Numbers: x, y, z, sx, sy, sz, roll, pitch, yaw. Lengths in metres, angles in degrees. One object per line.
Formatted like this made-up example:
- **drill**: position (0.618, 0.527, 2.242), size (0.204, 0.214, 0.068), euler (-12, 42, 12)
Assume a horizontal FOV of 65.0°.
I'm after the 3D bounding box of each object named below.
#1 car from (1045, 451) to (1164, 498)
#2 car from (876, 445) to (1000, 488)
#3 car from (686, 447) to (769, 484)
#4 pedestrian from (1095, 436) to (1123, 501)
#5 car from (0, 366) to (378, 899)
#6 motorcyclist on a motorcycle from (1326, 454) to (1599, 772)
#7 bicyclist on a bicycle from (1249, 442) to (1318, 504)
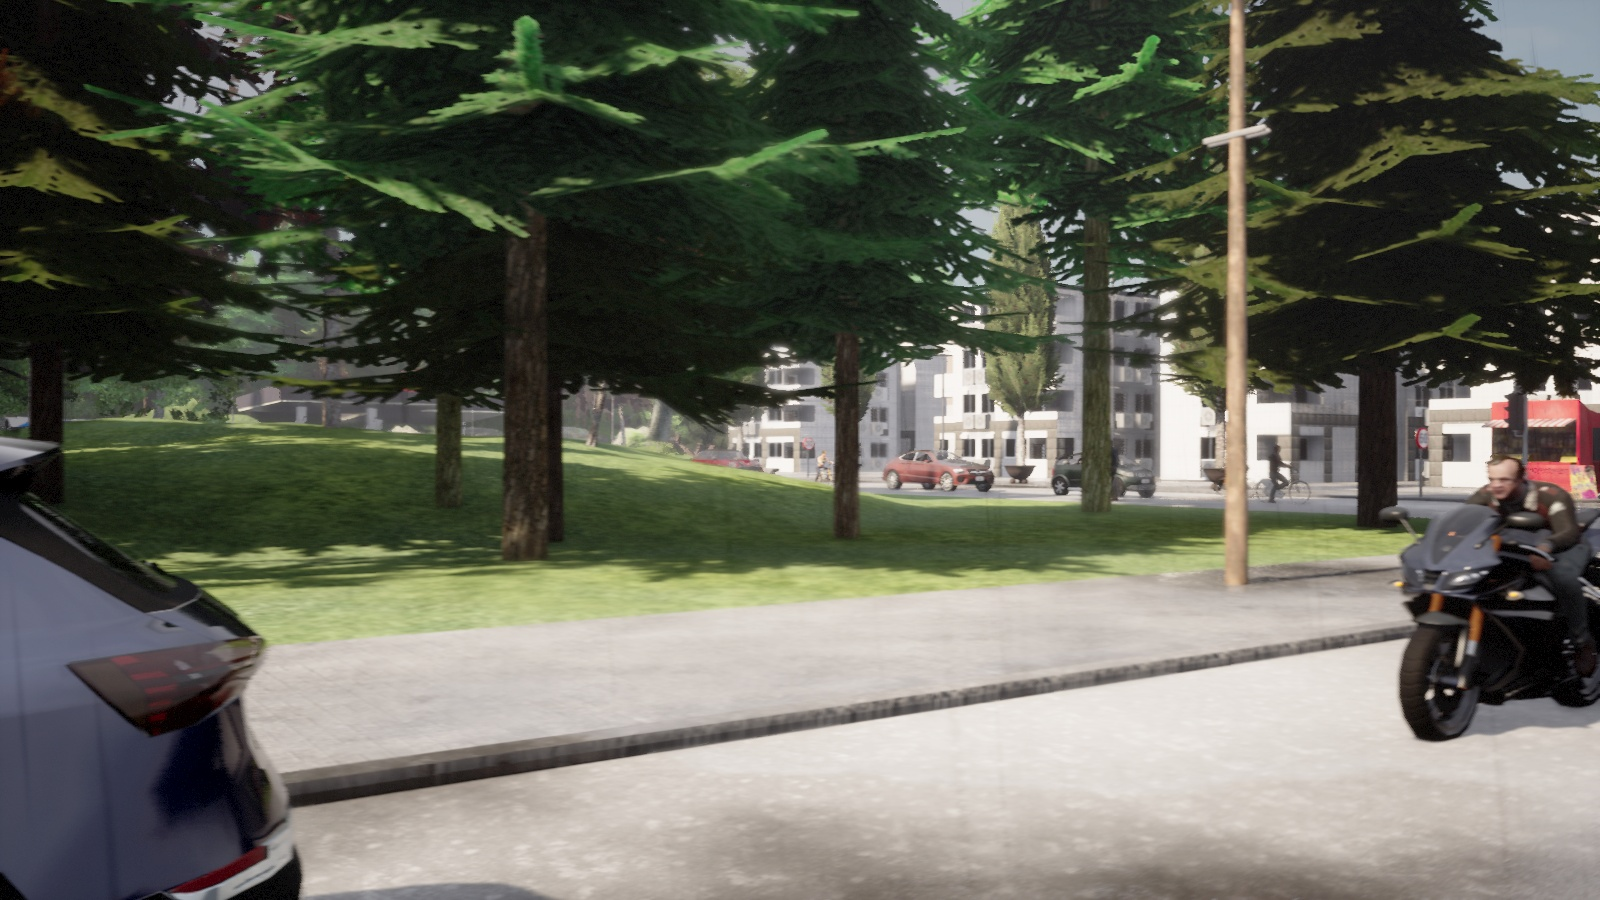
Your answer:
- **car**: position (10.388, 0.807, 43.069), size (1.789, 1.549, 3.705), euler (0, 0, -35)
- **car**: position (5.434, 0.635, 50.186), size (2.152, 1.651, 5.027), euler (0, 0, -35)
- **car**: position (-3.707, 0.767, 63.332), size (2.097, 1.767, 4.553), euler (0, 0, -35)
- **pedestrian**: position (8.907, 0.524, 36.184), size (0.370, 1.835, 0.726), euler (0, 0, -30)
- **car**: position (-3.404, 0.687, 1.906), size (4.856, 1.649, 2.033), euler (0, 0, -36)
- **motorcyclist on a motorcycle**: position (3.988, 0.789, 7.048), size (2.191, 1.530, 0.866), euler (0, 0, -35)
- **bicyclist on a bicycle**: position (14.373, 0.677, 37.385), size (0.659, 1.776, 1.843), euler (0, 0, -34)
